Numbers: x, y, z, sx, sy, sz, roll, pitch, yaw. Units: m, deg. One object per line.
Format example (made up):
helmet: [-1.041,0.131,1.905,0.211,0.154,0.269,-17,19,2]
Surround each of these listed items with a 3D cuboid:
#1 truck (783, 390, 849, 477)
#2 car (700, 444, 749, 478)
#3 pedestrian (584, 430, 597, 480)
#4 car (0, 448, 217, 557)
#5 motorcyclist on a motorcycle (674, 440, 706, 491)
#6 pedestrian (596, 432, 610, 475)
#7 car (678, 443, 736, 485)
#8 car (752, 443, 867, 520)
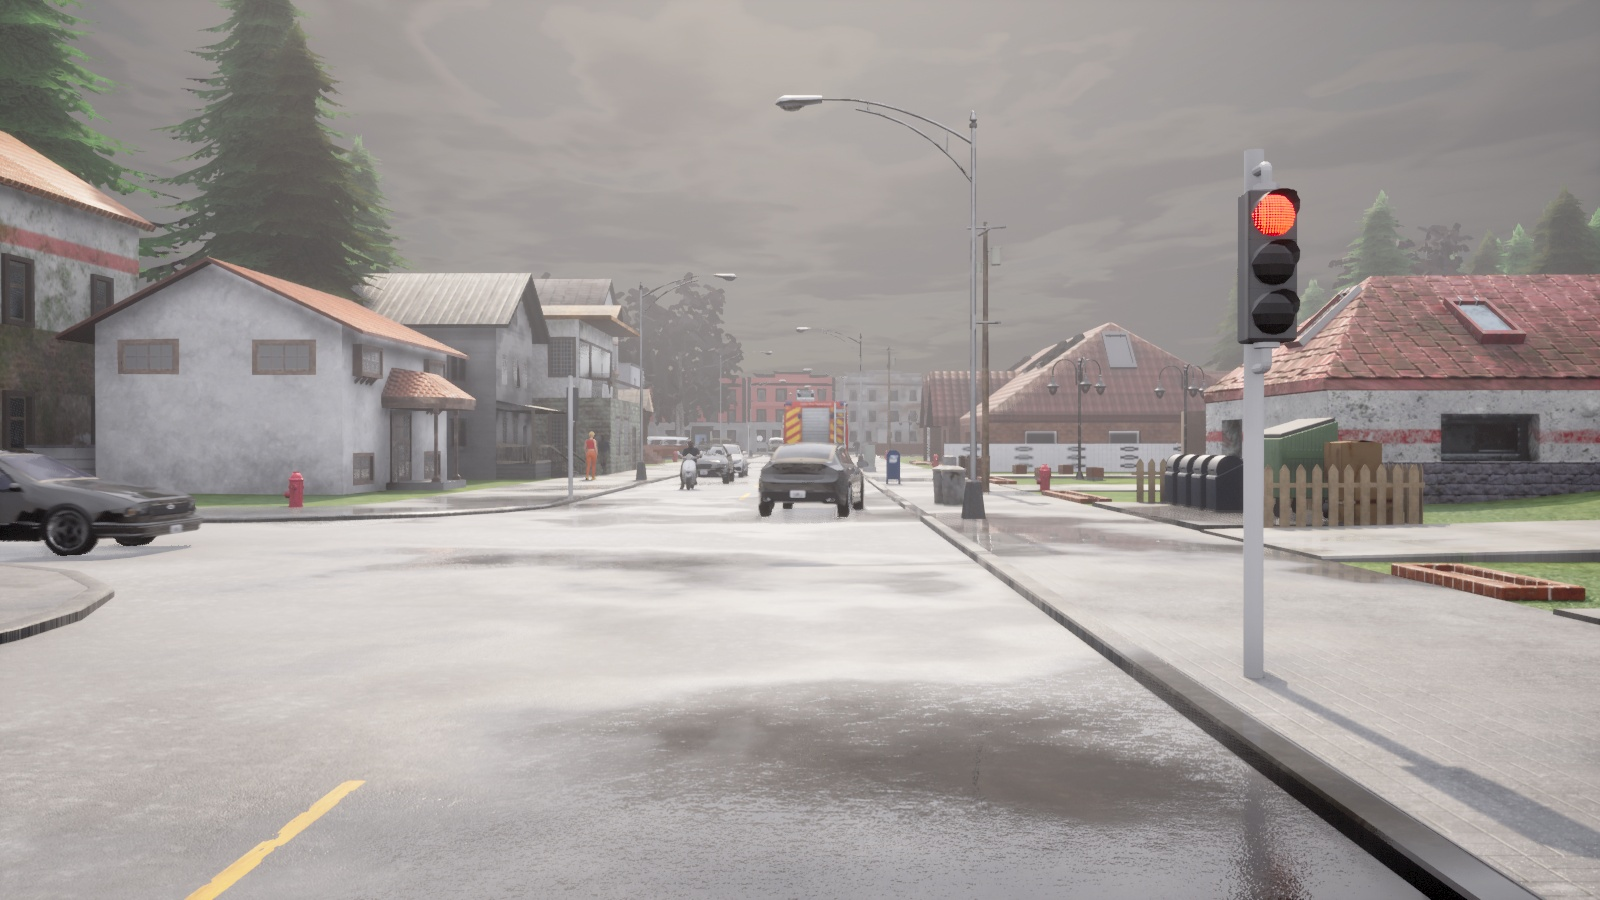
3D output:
truck: [0.732,-0.752,59.198,2.891,3.827,8.468,0,0,1]
car: [-3.314,0.455,55.688,1.812,1.442,4.674,0,0,1]
pedestrian: [-7.844,0.184,47.070,0.345,1.836,0.594,0,0,4]
car: [-11.255,0.686,17.472,5.357,1.411,2.033,0,0,1]
motorcyclist on a motorcycle: [-3.507,0.470,40.226,0.866,1.590,1.817,0,0,1]
pedestrian: [-8.547,0.142,54.499,0.370,1.835,0.726,0,0,11]
car: [-3.419,0.492,46.936,1.816,1.474,4.193,0,0,1]
car: [0.302,0.599,27.030,1.837,1.490,4.892,0,0,8]
